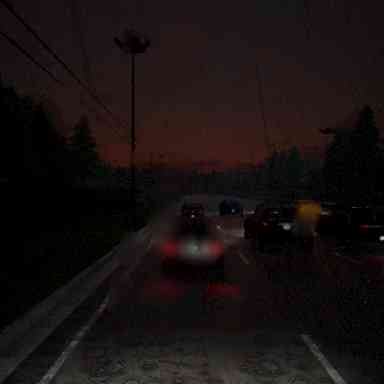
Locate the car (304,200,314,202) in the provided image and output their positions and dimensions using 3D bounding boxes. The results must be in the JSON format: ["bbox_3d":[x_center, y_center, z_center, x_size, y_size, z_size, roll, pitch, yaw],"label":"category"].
[{"bbox_3d":[10.591,1.483,31.459,1.882,1.535,5.008,0,0,0],"label":"car"}]

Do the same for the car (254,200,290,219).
[{"bbox_3d":[7.083,1.497,29.927,2.128,1.511,4.902,0,0,0],"label":"car"}]

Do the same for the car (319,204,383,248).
[{"bbox_3d":[7.077,1.494,14.738,2.128,1.511,4.902,0,0,0],"label":"car"}]

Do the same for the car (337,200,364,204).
[{"bbox_3d":[14.083,1.497,29.916,2.128,1.511,4.902,0,0,0],"label":"car"}]

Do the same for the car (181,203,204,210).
[{"bbox_3d":[0.073,1.606,28.494,1.895,1.301,4.718,0,0,0],"label":"car"}]

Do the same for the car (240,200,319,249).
[{"bbox_3d":[3.576,1.353,14.600,2.097,1.767,4.553,0,0,0],"label":"car"}]

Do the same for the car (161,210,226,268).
[{"bbox_3d":[0.051,1.550,11.197,2.033,1.411,5.357,0,0,1],"label":"car"}]

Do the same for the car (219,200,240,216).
[{"bbox_3d":[3.591,1.483,31.462,1.882,1.535,5.008,0,0,0],"label":"car"}]
